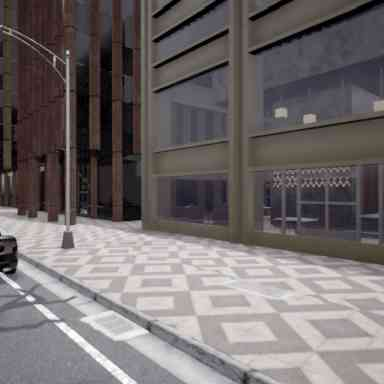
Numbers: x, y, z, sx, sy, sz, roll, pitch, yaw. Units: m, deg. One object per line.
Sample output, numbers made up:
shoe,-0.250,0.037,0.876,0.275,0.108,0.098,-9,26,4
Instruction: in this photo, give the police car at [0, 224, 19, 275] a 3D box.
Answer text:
police car,-6.644,1.442,9.786,1.930,1.638,5.238,0,0,-41
